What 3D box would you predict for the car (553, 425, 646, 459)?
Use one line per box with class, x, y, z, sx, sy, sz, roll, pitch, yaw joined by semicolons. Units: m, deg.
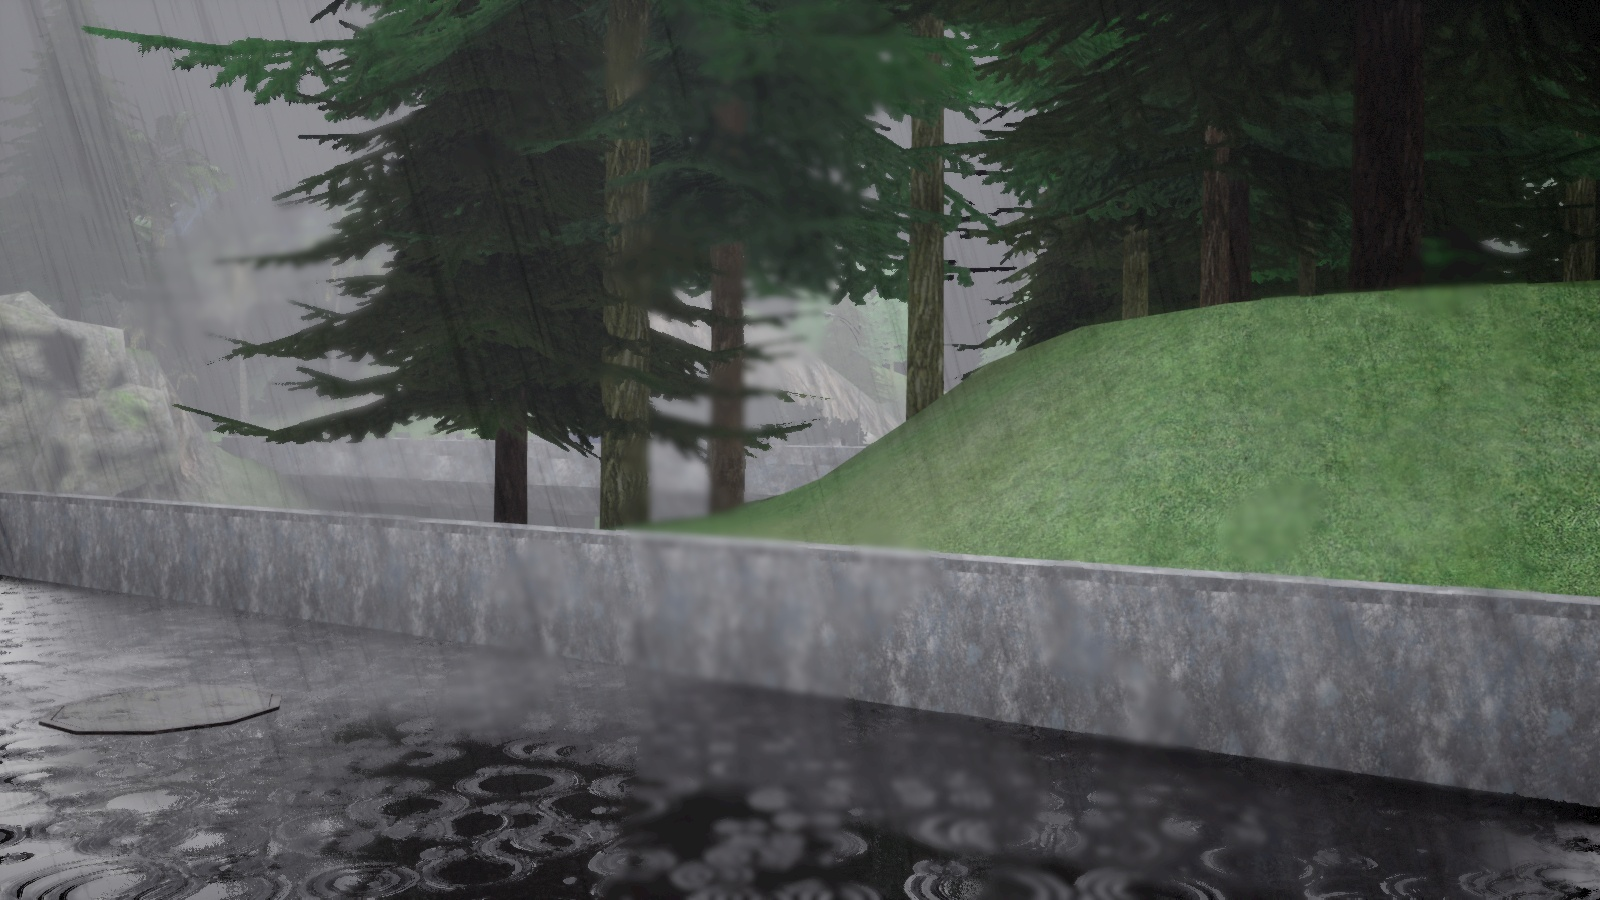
car;-12.244;-0.485;76.601;5.566;2.045;2.150;0;1;34
